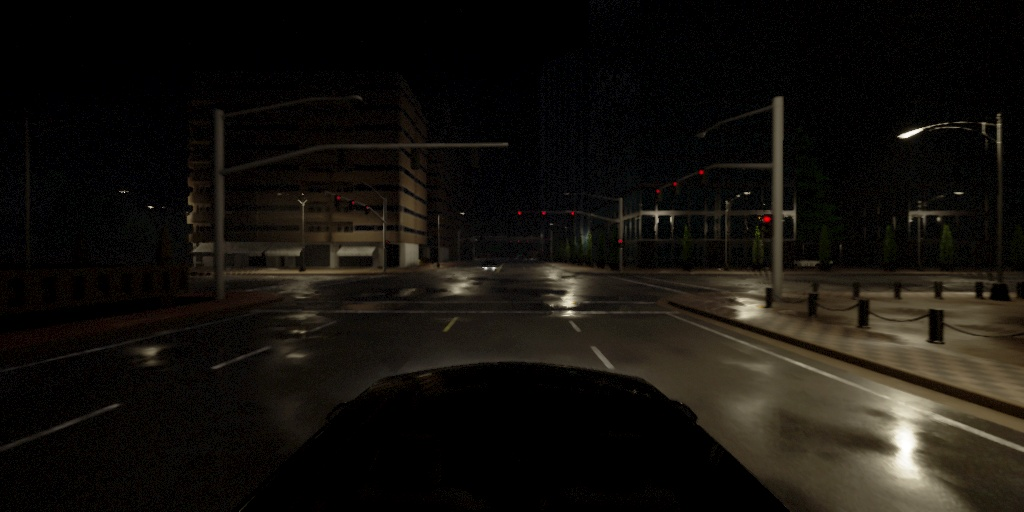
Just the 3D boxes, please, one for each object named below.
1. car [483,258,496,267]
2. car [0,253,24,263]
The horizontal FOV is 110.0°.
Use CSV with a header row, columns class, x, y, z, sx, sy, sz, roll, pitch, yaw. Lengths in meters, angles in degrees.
class,x,y,z,sx,sy,sz,roll,pitch,yaw
car,-3.506,1.058,56.669,1.994,1.385,4.181,0,1,0
car,-40.784,0.787,27.927,5.566,2.045,2.150,0,1,27
